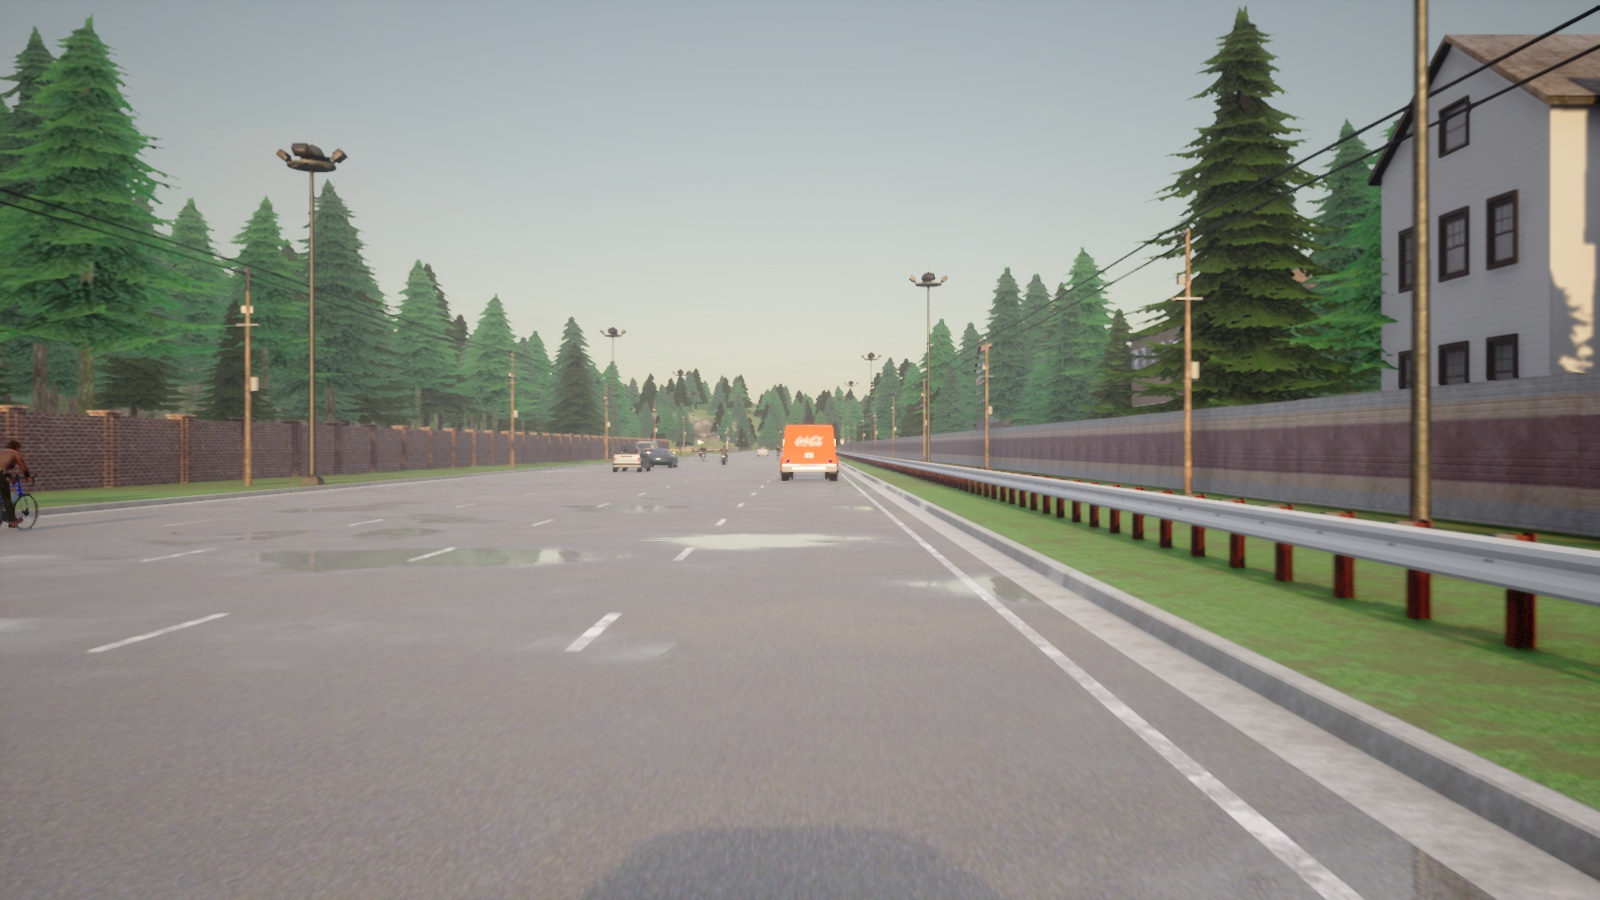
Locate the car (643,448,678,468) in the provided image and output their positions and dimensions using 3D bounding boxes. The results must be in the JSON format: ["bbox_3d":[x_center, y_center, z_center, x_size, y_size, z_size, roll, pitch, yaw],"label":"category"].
[{"bbox_3d":[-9.868,0.564,89.227,1.994,1.385,4.181,0,0,0],"label":"car"}]

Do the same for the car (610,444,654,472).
[{"bbox_3d":[-10.014,0.436,74.965,1.851,1.617,3.988,0,0,3],"label":"car"}]

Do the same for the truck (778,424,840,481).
[{"bbox_3d":[0.407,0.110,56.553,2.627,2.467,5.204,0,0,0],"label":"truck"}]

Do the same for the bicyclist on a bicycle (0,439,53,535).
[{"bbox_3d":[-13.833,0.629,21.926,0.582,1.620,1.656,0,0,0],"label":"bicyclist on a bicycle"}]
